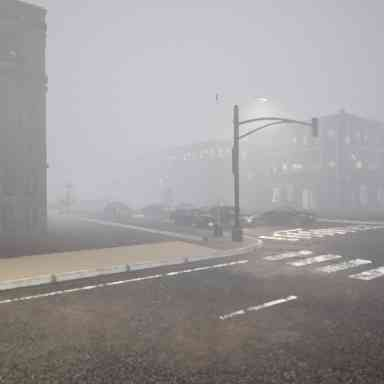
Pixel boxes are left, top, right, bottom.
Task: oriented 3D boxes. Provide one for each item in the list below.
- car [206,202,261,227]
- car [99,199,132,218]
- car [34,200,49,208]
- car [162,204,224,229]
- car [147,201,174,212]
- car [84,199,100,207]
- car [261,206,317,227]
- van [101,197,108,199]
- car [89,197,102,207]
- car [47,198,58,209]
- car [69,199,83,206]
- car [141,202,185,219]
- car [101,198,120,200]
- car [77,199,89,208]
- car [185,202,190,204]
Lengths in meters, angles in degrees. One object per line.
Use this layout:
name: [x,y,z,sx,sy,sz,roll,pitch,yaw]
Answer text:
car: [2.685,1.734,24.990,1.812,1.442,4.674,-1,0,-33]
car: [-7.929,1.843,35.451,1.967,1.590,4.097,-2,0,-35]
car: [-30.348,2.372,67.052,2.008,1.369,4.403,-1,0,-35]
car: [0.005,1.811,24.064,1.947,1.339,4.313,-2,0,-35]
car: [-4.295,1.961,44.817,1.802,1.307,4.206,-2,0,-35]
car: [-20.311,2.222,67.388,1.887,1.381,4.507,-1,0,-35]
car: [6.972,1.707,24.397,1.994,1.385,4.181,-1,0,-37]
van: [-13.910,1.902,58.359,1.690,1.788,3.998,-1,0,-35]
car: [-17.114,1.935,62.873,2.192,1.841,5.009,-1,0,-35]
car: [-23.843,2.229,57.884,1.752,1.417,4.829,-1,0,-35]
car: [-26.717,2.359,76.417,1.947,1.339,4.313,-1,0,-35]
car: [-3.260,1.874,33.360,2.033,1.411,5.357,-1,0,-36]
car: [-9.254,1.935,41.827,2.128,1.511,4.902,-1,0,-35]
car: [-20.211,2.190,62.802,1.812,1.442,4.674,-1,0,-35]
car: [-1.093,1.899,40.303,1.802,1.307,4.206,-2,0,-35]
